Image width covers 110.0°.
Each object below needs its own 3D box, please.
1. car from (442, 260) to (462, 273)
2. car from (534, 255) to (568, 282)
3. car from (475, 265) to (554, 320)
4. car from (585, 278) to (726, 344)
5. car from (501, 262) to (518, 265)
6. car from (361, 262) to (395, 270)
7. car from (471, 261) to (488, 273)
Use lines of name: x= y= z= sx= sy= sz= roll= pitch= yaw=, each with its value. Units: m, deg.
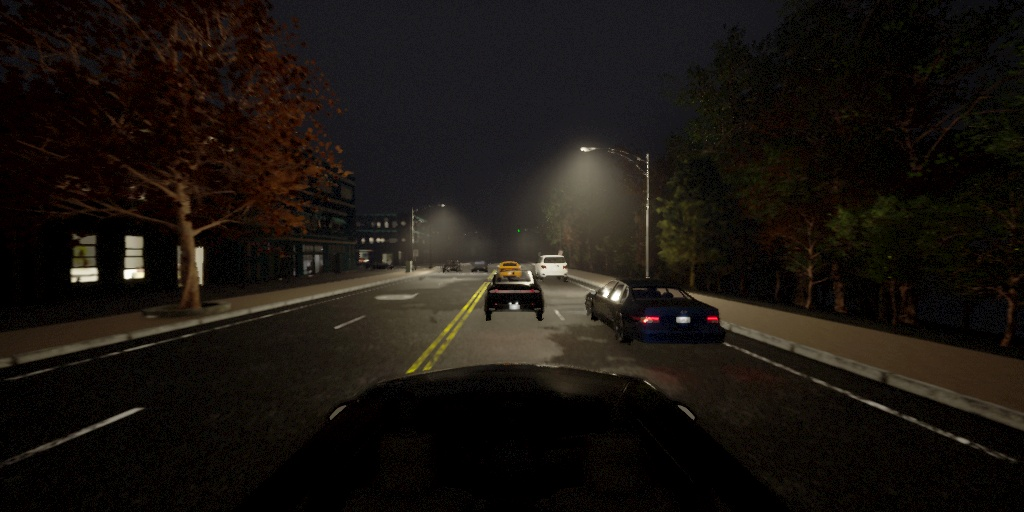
car: x=-7.067 y=1.252 z=42.484 sx=1.837 sy=1.490 sz=4.892 roll=0 pitch=-1 yaw=0
car: x=3.067 y=0.966 z=28.679 sx=2.150 sy=2.045 sz=5.566 roll=0 pitch=0 yaw=-1
car: x=0.049 y=1.239 z=12.679 sx=2.128 sy=1.511 sz=4.902 roll=0 pitch=0 yaw=-1
car: x=3.332 y=1.296 z=9.520 sx=2.033 sy=1.411 sz=5.357 roll=0 pitch=0 yaw=0
car: x=-0.213 y=1.223 z=30.408 sx=1.882 sy=1.535 sz=5.008 roll=0 pitch=0 yaw=-1
car: x=-20.689 y=1.563 z=56.272 sx=4.313 sy=1.339 sz=1.948 roll=0 pitch=0 yaw=-1
car: x=-3.821 y=1.292 z=43.191 sx=2.033 sy=1.411 sz=5.357 roll=0 pitch=0 yaw=0
